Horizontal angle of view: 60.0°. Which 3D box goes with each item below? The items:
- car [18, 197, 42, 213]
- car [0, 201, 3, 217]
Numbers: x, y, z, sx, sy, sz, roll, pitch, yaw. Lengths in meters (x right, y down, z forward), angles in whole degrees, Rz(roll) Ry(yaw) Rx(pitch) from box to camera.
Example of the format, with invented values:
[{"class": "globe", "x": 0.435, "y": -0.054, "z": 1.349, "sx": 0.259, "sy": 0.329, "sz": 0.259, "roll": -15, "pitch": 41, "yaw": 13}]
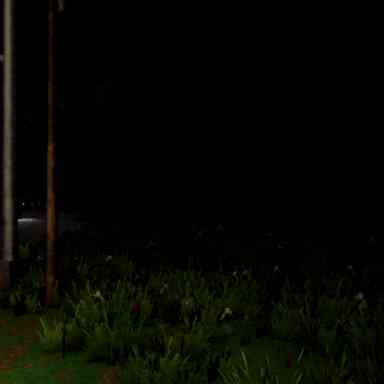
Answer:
[{"class": "car", "x": -18.341, "y": 1.325, "z": 36.637, "sx": 2.097, "sy": 1.767, "sz": 4.553, "roll": 0, "pitch": 0, "yaw": -43}, {"class": "car", "x": -12.692, "y": 1.521, "z": 19.884, "sx": 2.033, "sy": 1.411, "sz": 5.357, "roll": 0, "pitch": 0, "yaw": -13}]
